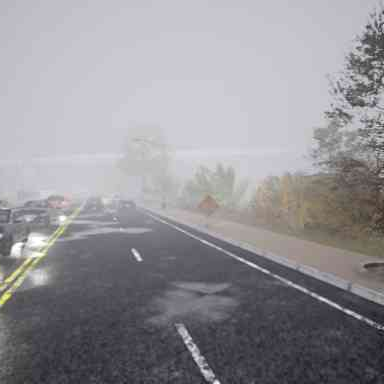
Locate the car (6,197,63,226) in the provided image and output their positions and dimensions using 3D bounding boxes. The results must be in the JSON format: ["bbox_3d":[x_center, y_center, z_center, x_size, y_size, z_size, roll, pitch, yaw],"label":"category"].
[{"bbox_3d":[-9.756,1.276,21.047,2.128,1.511,4.902,1,0,-16],"label":"car"}]

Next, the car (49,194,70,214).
[{"bbox_3d":[-12.426,1.066,30.499,2.097,1.767,4.553,1,0,-16],"label":"car"}]

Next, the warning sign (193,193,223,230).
[{"bbox_3d":[0.874,1.053,18.249,1.300,1.860,1.060,3,2,-16],"label":"warning sign"}]

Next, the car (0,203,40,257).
[{"bbox_3d":[-7.239,1.345,12.124,2.128,1.511,4.902,1,0,-16],"label":"car"}]

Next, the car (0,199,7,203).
[{"bbox_3d":[-13.603,1.232,22.735,1.837,1.490,4.892,1,0,-15],"label":"car"}]

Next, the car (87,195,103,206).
[{"bbox_3d":[-13.555,1.213,46.696,1.994,1.385,4.181,1,0,-15],"label":"car"}]

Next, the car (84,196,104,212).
[{"bbox_3d":[-10.218,1.330,34.850,1.895,1.301,4.718,1,0,-16],"label":"car"}]

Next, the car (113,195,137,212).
[{"bbox_3d":[-7.045,1.332,35.595,1.994,1.385,4.181,1,0,-16],"label":"car"}]
